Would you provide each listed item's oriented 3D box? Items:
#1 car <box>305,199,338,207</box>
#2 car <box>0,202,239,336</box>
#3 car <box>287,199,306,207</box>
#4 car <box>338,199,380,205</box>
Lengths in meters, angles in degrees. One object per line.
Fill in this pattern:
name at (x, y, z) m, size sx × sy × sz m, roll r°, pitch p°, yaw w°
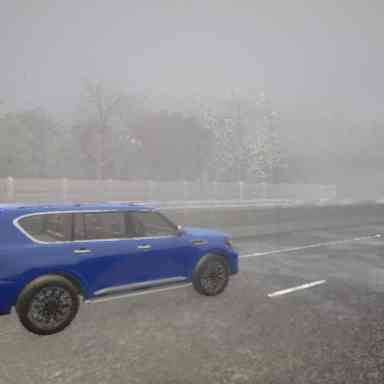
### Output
car at (15.077, 1.648, 36.115) m, size 5.357 × 1.411 × 2.033 m, roll 0°, pitch 0°, yaw -35°
car at (-1.568, 1.221, 6.932) m, size 5.566 × 2.045 × 2.150 m, roll 0°, pitch 0°, yaw -35°
car at (13.045, 1.595, 38.964) m, size 4.674 × 1.442 × 1.812 m, roll 0°, pitch 0°, yaw -35°
car at (17.110, 1.451, 33.265) m, size 4.892 × 1.490 × 1.837 m, roll 0°, pitch 0°, yaw -35°
